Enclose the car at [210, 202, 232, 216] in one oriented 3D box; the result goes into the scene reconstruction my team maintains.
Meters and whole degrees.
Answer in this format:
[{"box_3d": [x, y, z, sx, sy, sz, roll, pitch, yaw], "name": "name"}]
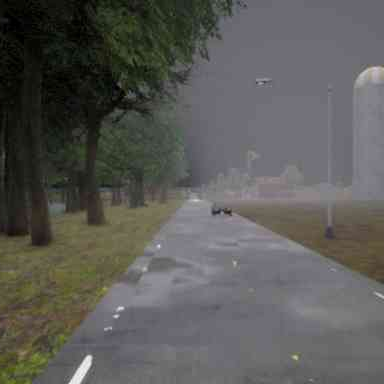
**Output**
[{"box_3d": [2.860, 1.688, 33.451, 1.895, 1.301, 4.718, 0, 0, 0], "name": "car"}]
